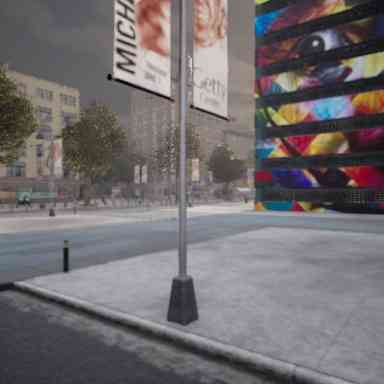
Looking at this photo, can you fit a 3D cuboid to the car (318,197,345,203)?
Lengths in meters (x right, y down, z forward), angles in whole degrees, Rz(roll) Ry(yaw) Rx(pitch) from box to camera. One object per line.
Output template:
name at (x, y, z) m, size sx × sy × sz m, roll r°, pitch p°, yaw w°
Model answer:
car at (15.708, 1.322, 36.359) m, size 2.002 × 1.452 × 4.674 m, roll 0°, pitch 0°, yaw 36°
